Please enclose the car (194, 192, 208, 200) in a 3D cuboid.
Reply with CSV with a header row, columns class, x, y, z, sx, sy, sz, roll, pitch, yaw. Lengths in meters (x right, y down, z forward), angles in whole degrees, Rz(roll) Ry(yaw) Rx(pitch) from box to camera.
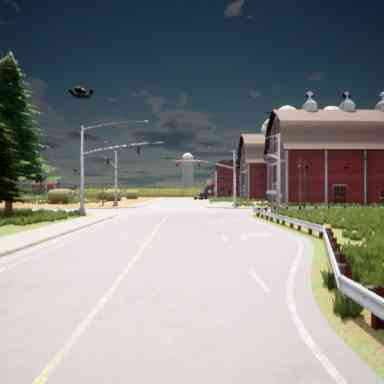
class,x,y,z,sx,sy,sz,roll,pitch,yaw
car,2.345,1.120,87.141,1.905,1.878,3.866,-8,4,-44
